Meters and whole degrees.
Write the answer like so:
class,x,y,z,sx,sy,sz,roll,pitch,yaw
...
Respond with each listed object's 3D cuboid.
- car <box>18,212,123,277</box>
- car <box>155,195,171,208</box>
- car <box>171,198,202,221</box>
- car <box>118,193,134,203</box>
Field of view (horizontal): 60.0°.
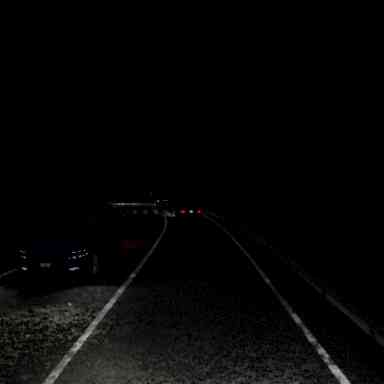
class,x,y,z,sx,sy,sz,roll,pitch,yaw
car,-3.475,1.461,10.404,1.882,1.535,5.008,0,0,0
car,-3.561,1.175,42.628,2.128,1.511,4.902,1,1,-15
car,-0.340,1.448,26.396,2.033,1.411,5.357,0,0,-6
car,-10.120,0.907,50.650,1.812,1.442,4.674,1,1,-22
